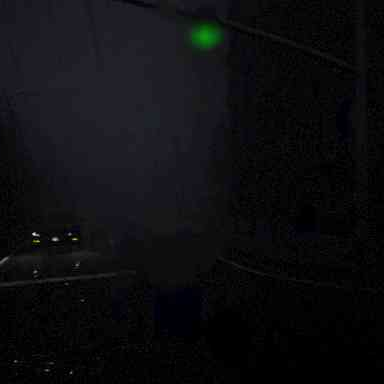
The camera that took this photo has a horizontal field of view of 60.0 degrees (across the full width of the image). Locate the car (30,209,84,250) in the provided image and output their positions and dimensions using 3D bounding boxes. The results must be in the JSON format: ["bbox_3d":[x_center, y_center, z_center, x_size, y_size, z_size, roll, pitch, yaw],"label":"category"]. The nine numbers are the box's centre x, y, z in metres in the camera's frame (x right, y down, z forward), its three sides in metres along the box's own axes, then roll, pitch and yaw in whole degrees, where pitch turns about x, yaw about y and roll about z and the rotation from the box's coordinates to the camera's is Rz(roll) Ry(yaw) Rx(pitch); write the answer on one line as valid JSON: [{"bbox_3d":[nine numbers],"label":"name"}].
[{"bbox_3d":[-5.945,1.553,14.954,1.837,1.490,4.892,-1,0,-18],"label":"car"}]
